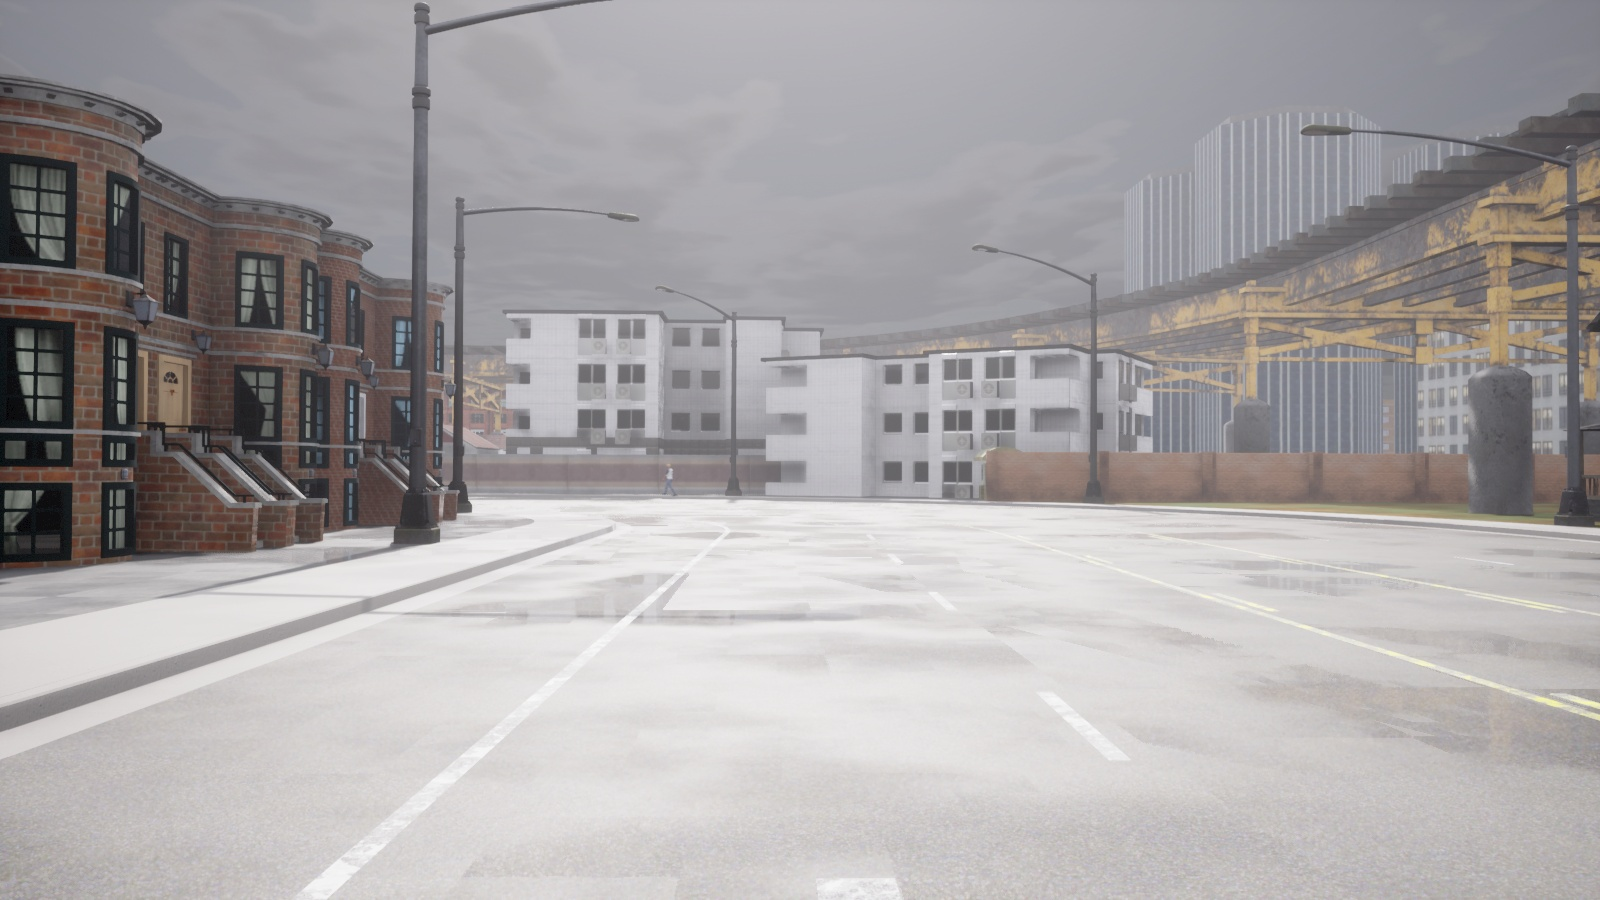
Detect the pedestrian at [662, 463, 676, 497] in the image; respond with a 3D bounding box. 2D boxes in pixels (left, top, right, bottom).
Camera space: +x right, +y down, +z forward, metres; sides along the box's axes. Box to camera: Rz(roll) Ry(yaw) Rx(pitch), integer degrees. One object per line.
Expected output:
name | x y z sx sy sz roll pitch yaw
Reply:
pedestrian | -7.228 1.661 69.290 0.706 1.836 0.354 -1 -1 22
